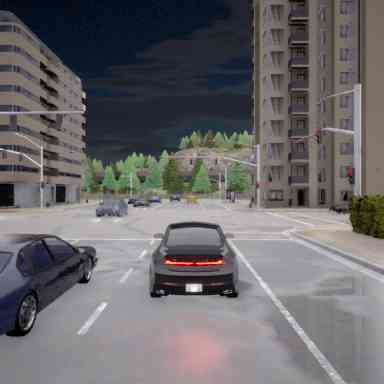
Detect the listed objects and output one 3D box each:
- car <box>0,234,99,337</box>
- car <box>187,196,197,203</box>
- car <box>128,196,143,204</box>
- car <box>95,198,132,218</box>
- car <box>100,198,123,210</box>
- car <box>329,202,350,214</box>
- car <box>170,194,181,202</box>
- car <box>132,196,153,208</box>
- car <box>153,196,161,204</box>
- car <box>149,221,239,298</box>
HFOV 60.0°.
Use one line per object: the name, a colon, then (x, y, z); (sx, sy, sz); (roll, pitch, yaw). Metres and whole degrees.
car: (-3.461, 1.547, 6.576); (2.033, 1.411, 5.357); (0, 0, 0)
car: (-0.037, 1.477, 70.059); (1.882, 1.535, 5.008); (0, 0, 0)
car: (-10.650, 1.548, 63.028); (2.033, 1.411, 5.357); (0, 0, 0)
car: (-7.150, 1.352, 29.993); (2.097, 1.767, 4.553); (0, 0, 0)
car: (-10.781, 1.564, 44.849); (1.994, 1.385, 4.181); (0, 0, 3)
car: (17.286, 1.547, 34.639); (5.357, 1.411, 2.033); (0, 0, 0)
car: (-3.625, 1.194, 72.963); (2.097, 1.767, 4.553); (0, 0, 0)
car: (-7.180, 1.564, 47.979); (1.994, 1.385, 4.181); (0, 0, 0)
car: (-7.152, 1.477, 64.530); (1.882, 1.535, 5.008); (0, 0, 0)
car: (0.049, 1.505, 8.505); (1.837, 1.490, 4.892); (0, 0, 0)
